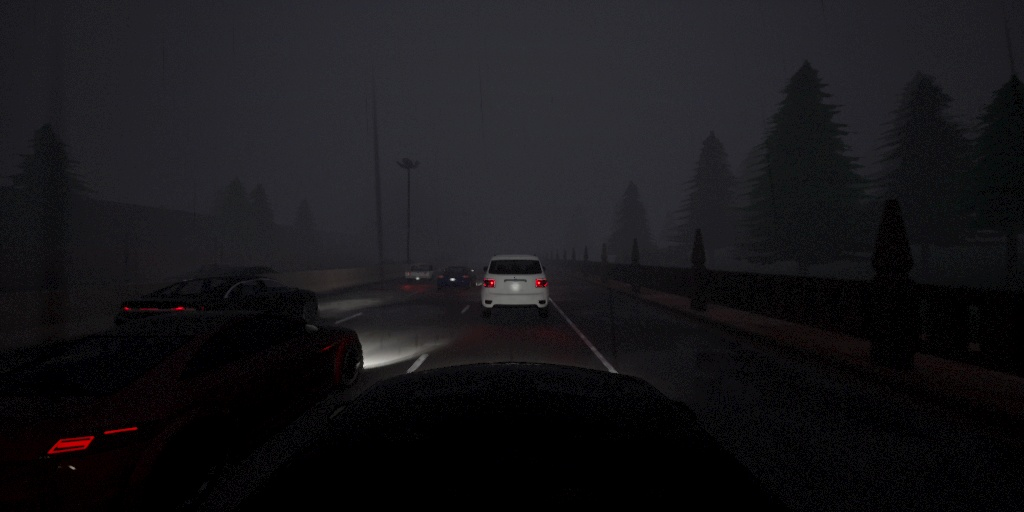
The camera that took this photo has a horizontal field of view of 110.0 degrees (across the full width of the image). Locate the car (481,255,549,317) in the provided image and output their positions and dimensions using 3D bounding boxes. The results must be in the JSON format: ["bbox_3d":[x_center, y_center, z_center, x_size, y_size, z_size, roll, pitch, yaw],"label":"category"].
[{"bbox_3d":[0.100,0.974,13.276,2.150,2.045,5.566,0,0,0],"label":"car"}]

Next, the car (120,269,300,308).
[{"bbox_3d":[-6.901,1.243,9.138,2.128,1.511,4.902,0,0,0],"label":"car"}]

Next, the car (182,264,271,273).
[{"bbox_3d":[-14.099,1.258,18.637,1.837,1.490,4.892,0,0,0],"label":"car"}]

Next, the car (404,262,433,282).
[{"bbox_3d":[-6.899,1.356,28.461,1.895,1.301,4.718,0,0,0],"label":"car"}]

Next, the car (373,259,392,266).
[{"bbox_3d":[-17.532,1.306,49.771,2.033,1.411,5.357,0,0,1],"label":"car"}]

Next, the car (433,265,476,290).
[{"bbox_3d":[-3.400,1.318,22.564,1.994,1.385,4.181,0,0,0],"label":"car"}]

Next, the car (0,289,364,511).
[{"bbox_3d":[-3.403,1.314,4.178,1.994,1.385,4.181,0,0,0],"label":"car"}]

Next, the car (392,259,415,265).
[{"bbox_3d":[-14.052,1.306,48.560,2.033,1.411,5.357,0,0,1],"label":"car"}]
